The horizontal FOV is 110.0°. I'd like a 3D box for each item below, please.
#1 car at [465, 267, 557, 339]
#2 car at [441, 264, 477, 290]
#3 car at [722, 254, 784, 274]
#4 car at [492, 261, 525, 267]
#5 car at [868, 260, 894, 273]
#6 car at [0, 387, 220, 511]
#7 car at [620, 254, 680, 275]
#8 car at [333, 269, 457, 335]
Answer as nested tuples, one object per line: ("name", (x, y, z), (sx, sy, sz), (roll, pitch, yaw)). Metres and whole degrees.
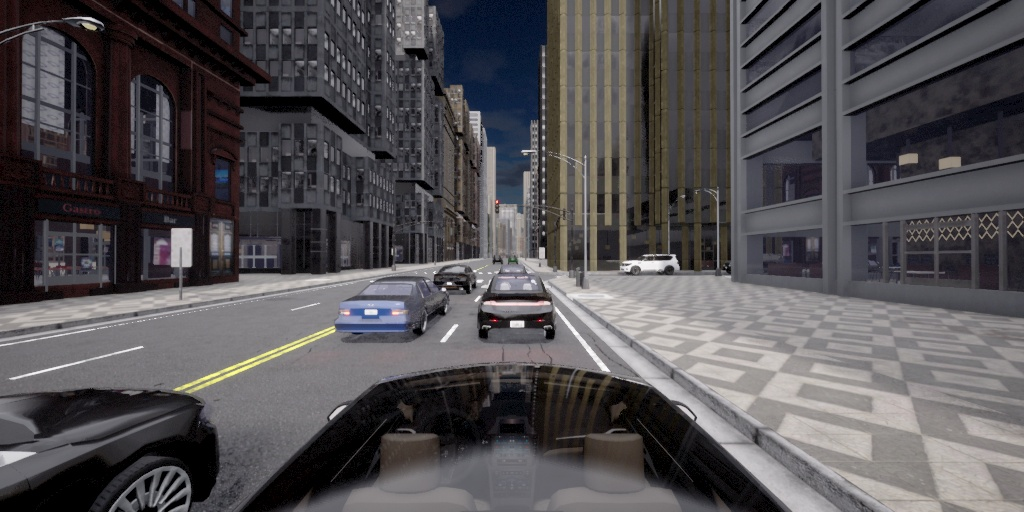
("car", (0.119, 1.237, 10.059), (2.128, 1.511, 4.902), (0, 0, 0))
("car", (-3.102, 1.208, 20.248), (1.882, 1.535, 5.008), (0, 0, 0))
("car", (24.162, 0.811, 35.815), (5.566, 2.045, 2.150), (0, 0, 0))
("car", (0.044, 1.223, 19.489), (2.128, 1.511, 4.902), (0, 0, 0))
("car", (34.780, 1.095, 35.802), (5.357, 1.411, 2.033), (0, 0, 0))
("car", (-3.149, 1.241, 0.736), (2.128, 1.511, 4.902), (0, 0, 0))
("car", (13.735, 0.855, 35.815), (5.566, 2.045, 2.150), (0, 0, 0))
("car", (-3.129, 1.292, 10.479), (2.033, 1.411, 5.357), (0, 0, 0))
